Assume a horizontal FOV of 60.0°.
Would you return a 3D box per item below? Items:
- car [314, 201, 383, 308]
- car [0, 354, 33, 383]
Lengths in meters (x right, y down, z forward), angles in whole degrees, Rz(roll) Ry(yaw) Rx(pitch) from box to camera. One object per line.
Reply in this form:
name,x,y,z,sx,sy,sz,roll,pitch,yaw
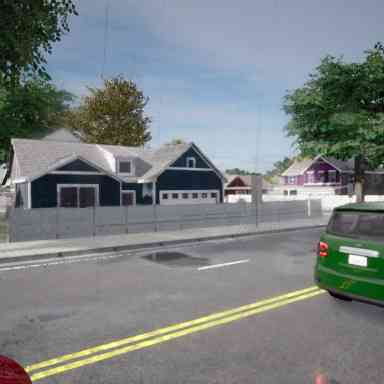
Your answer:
car,4.920,1.210,6.991,5.566,2.045,2.150,0,0,-35
car,-3.242,1.477,1.130,5.008,1.535,1.882,1,0,-35
